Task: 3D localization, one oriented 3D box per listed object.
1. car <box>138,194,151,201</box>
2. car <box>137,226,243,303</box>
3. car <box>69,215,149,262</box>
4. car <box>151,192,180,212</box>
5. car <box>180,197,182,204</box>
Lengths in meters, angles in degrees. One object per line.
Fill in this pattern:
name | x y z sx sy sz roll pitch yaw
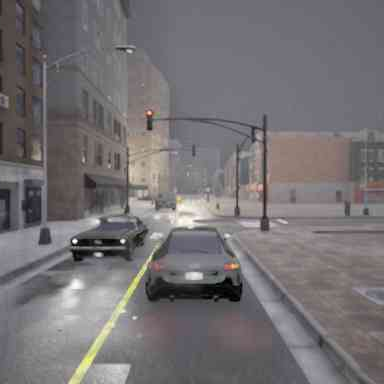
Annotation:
car | -8.998 1.257 70.369 4.674 1.442 1.812 0 0 9
car | 0.049 1.524 8.197 1.994 1.385 4.181 0 0 0
car | -2.766 1.543 12.073 1.895 1.301 4.718 0 0 0
car | -2.848 1.054 37.093 2.150 2.045 5.566 0 0 0
car | -2.790 1.226 57.205 1.882 1.535 5.008 0 0 0
